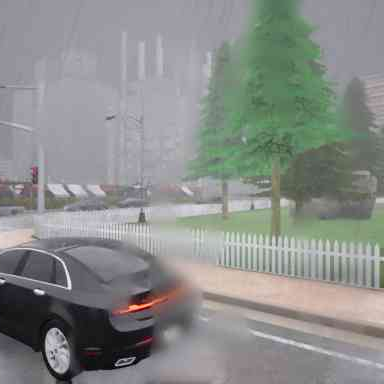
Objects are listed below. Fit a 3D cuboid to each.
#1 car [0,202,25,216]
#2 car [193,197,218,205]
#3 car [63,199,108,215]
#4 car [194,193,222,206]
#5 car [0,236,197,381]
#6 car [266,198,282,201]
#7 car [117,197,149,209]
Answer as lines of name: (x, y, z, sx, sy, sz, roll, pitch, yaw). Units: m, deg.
car: (-17.950, 1.601, 30.205, 1.895, 1.301, 4.718, 0, 0, 36)
car: (2.541, 1.603, 60.434, 2.033, 1.411, 5.357, 0, 0, 34)
car: (-10.926, 1.491, 34.287, 2.128, 1.511, 4.902, 0, 0, 34)
car: (2.982, 1.223, 54.883, 2.150, 2.045, 5.566, 0, 0, 34)
car: (-2.211, 1.505, 5.505, 4.892, 1.490, 1.837, 0, 0, 36)
car: (14.919, 1.564, 59.852, 1.994, 1.385, 4.181, 0, 0, 34)
car: (-7.964, 1.478, 44.965, 1.882, 1.535, 5.008, 0, 0, 34)
